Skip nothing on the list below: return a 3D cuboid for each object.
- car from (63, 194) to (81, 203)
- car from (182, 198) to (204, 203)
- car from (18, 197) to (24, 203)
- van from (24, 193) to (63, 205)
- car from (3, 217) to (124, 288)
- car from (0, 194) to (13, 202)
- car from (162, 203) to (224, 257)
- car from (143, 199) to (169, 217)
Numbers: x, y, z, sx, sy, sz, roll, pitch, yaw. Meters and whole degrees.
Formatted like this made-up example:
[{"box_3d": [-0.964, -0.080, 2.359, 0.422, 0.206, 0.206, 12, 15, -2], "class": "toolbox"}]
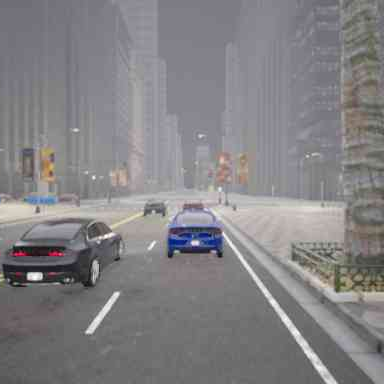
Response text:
[{"box_3d": [-20.649, 0.988, 54.862, 4.097, 1.590, 1.967, 1, 0, 0], "class": "car"}, {"box_3d": [0.103, 1.319, 30.568, 1.882, 1.535, 5.008, 0, 0, 0], "class": "car"}, {"box_3d": [-26.273, 1.064, 54.881, 4.313, 1.339, 1.947, 1, 0, 0], "class": "car"}, {"box_3d": [-20.675, 0.996, 46.337, 3.998, 1.788, 1.690, 1, 0, 0], "class": "van"}, {"box_3d": [-3.149, 1.453, 9.085, 1.837, 1.490, 4.892, 0, 0, 0], "class": "car"}, {"box_3d": [-31.898, 0.999, 54.899, 4.403, 1.369, 2.008, 1, 0, 0], "class": "car"}, {"box_3d": [0.102, 1.408, 12.733, 1.882, 1.535, 5.008, 0, 0, 0], "class": "car"}, {"box_3d": [-3.148, 1.352, 29.455, 1.837, 1.490, 4.892, 0, 0, 0], "class": "car"}]
